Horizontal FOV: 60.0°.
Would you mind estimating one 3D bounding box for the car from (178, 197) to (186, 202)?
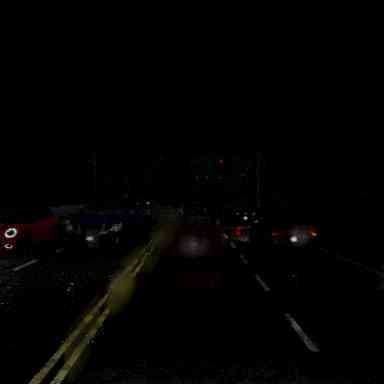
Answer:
[{"bbox_3d":[-3.132,1.886,77.338,1.895,1.301,4.718,0,0,-27],"label":"car"}]

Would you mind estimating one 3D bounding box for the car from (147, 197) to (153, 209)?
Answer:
[{"bbox_3d":[-6.998,1.583,49.165,2.097,1.767,4.553,0,0,0],"label":"car"}]

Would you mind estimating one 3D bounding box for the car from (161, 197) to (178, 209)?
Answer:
[{"bbox_3d":[-3.498,1.738,49.159,1.837,1.490,4.892,0,-1,0],"label":"car"}]

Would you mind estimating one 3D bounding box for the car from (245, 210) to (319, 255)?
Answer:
[{"bbox_3d":[3.585,1.628,13.593,1.994,1.385,4.181,0,0,0],"label":"car"}]

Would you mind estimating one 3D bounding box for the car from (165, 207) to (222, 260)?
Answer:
[{"bbox_3d":[0.078,1.539,12.733,1.882,1.535,5.008,0,-1,1],"label":"car"}]

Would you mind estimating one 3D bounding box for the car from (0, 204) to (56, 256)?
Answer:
[{"bbox_3d":[-7.044,1.415,13.414,2.097,1.767,4.553,0,0,0],"label":"car"}]

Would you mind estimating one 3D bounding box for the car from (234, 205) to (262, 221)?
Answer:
[{"bbox_3d":[4.823,1.733,27.968,1.895,1.301,4.718,0,0,17],"label":"car"}]

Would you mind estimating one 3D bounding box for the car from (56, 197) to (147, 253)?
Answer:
[{"bbox_3d":[-3.538,1.292,14.362,2.150,2.045,5.566,0,-1,0],"label":"car"}]

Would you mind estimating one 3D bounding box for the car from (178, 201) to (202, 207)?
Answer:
[{"bbox_3d":[0.085,1.670,25.863,2.033,1.411,5.357,0,0,1],"label":"car"}]
